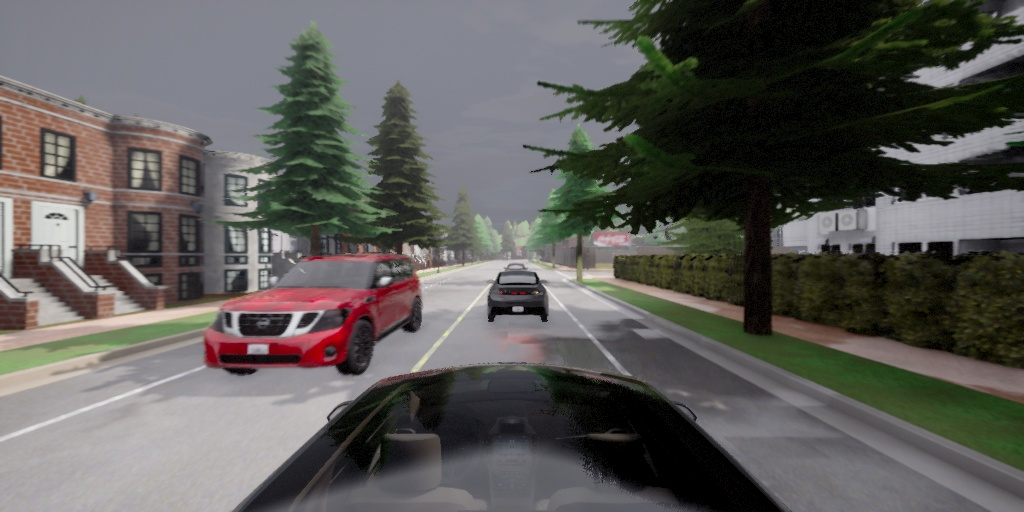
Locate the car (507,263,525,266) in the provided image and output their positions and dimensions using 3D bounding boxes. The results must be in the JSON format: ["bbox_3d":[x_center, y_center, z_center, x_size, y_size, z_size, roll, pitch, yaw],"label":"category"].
[{"bbox_3d":[0.314,1.245,27.055,1.812,1.442,4.674,0,0,1],"label":"car"}]

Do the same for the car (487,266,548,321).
[{"bbox_3d":[0.191,1.241,12.385,1.837,1.490,4.892,0,0,1],"label":"car"}]

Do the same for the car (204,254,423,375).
[{"bbox_3d":[-3.545,0.962,7.813,2.150,2.045,5.566,0,0,1],"label":"car"}]
